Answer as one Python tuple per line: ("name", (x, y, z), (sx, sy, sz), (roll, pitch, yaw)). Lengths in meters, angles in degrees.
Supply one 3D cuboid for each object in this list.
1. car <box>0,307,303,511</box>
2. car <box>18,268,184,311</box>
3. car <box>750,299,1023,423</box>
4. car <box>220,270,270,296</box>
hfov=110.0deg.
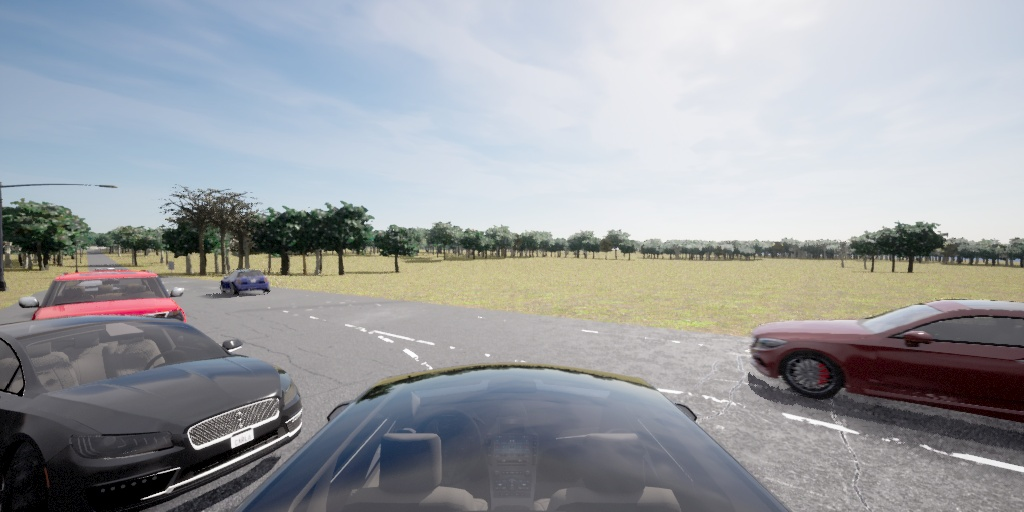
("car", (-4.608, 1.445, 3.953), (4.892, 1.490, 1.837), (-3, -3, 20))
("car", (-9.578, 1.386, 8.536), (5.566, 2.045, 2.150), (-2, 0, 40))
("car", (5.907, 1.304, 4.668), (4.674, 1.442, 1.812), (0, 0, 40))
("car", (-19.369, 1.797, 25.940), (4.553, 1.767, 2.097), (-2, 0, 40))
